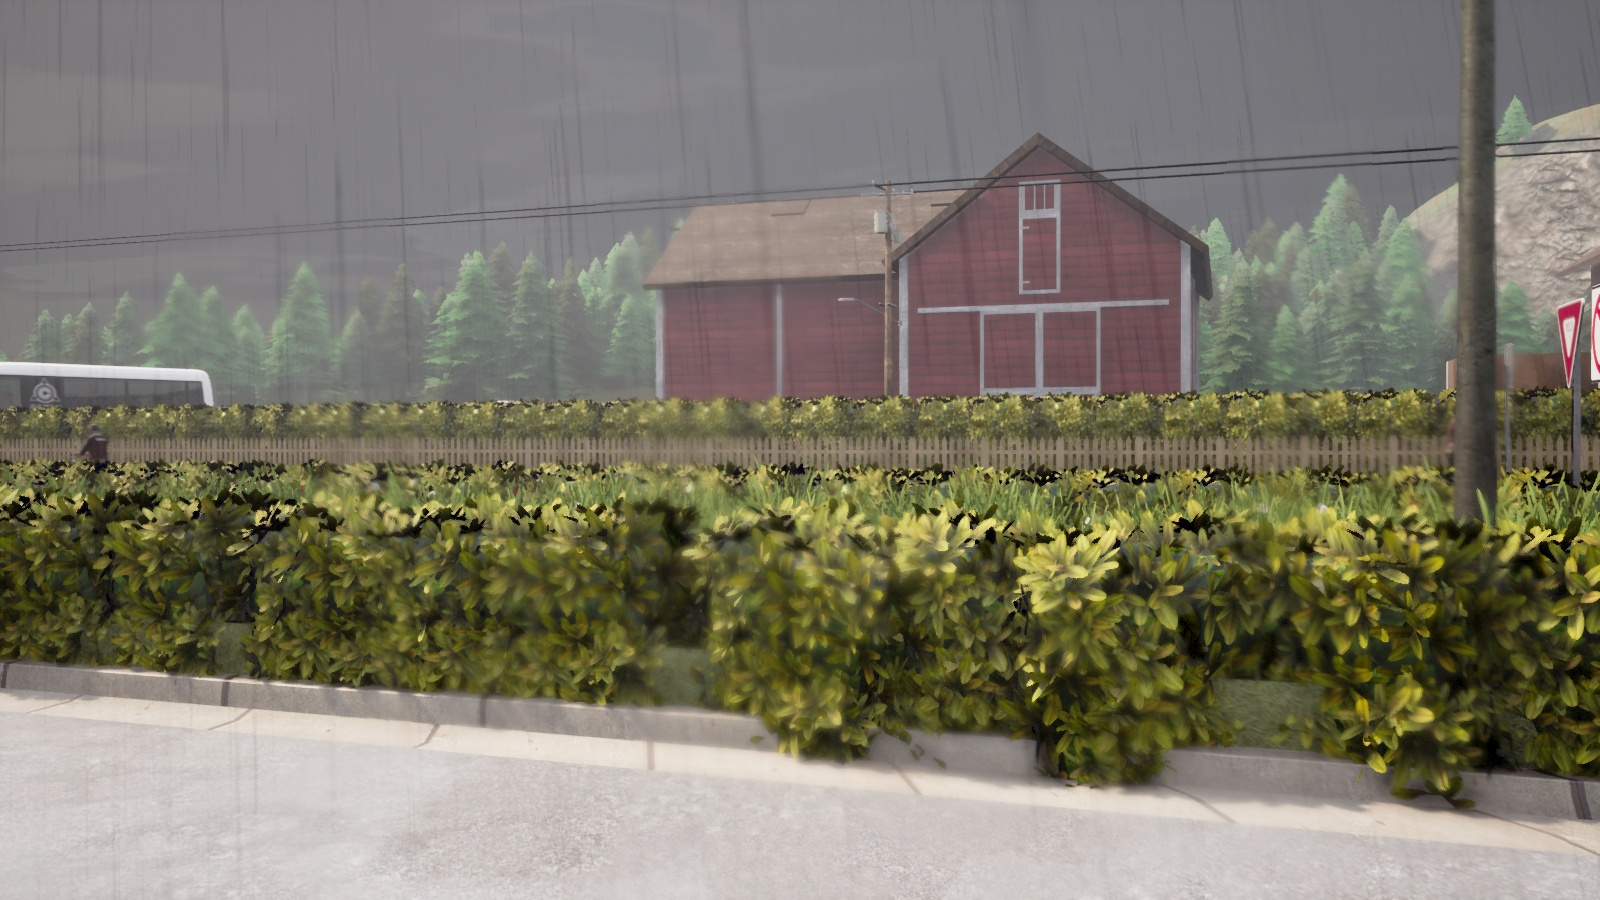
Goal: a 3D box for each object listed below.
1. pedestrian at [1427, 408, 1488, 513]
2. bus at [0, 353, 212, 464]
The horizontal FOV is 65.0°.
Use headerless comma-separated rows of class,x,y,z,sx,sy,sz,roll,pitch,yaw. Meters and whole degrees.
pedestrian,11.389,0.176,21.763,0.869,1.805,0.328,1,1,19
bus,-30.338,-1.640,51.848,3.944,4.253,10.273,1,1,38
